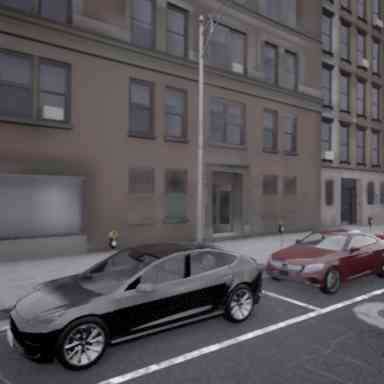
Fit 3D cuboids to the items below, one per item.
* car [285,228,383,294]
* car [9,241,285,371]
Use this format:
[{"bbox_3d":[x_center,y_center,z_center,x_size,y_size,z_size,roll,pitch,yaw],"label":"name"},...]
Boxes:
[{"bbox_3d":[3.840,1.663,8.924,4.206,1.307,1.802,1,0,-35],"label":"car"},{"bbox_3d":[-0.653,1.592,5.721,4.313,1.339,1.947,1,0,-35],"label":"car"}]
